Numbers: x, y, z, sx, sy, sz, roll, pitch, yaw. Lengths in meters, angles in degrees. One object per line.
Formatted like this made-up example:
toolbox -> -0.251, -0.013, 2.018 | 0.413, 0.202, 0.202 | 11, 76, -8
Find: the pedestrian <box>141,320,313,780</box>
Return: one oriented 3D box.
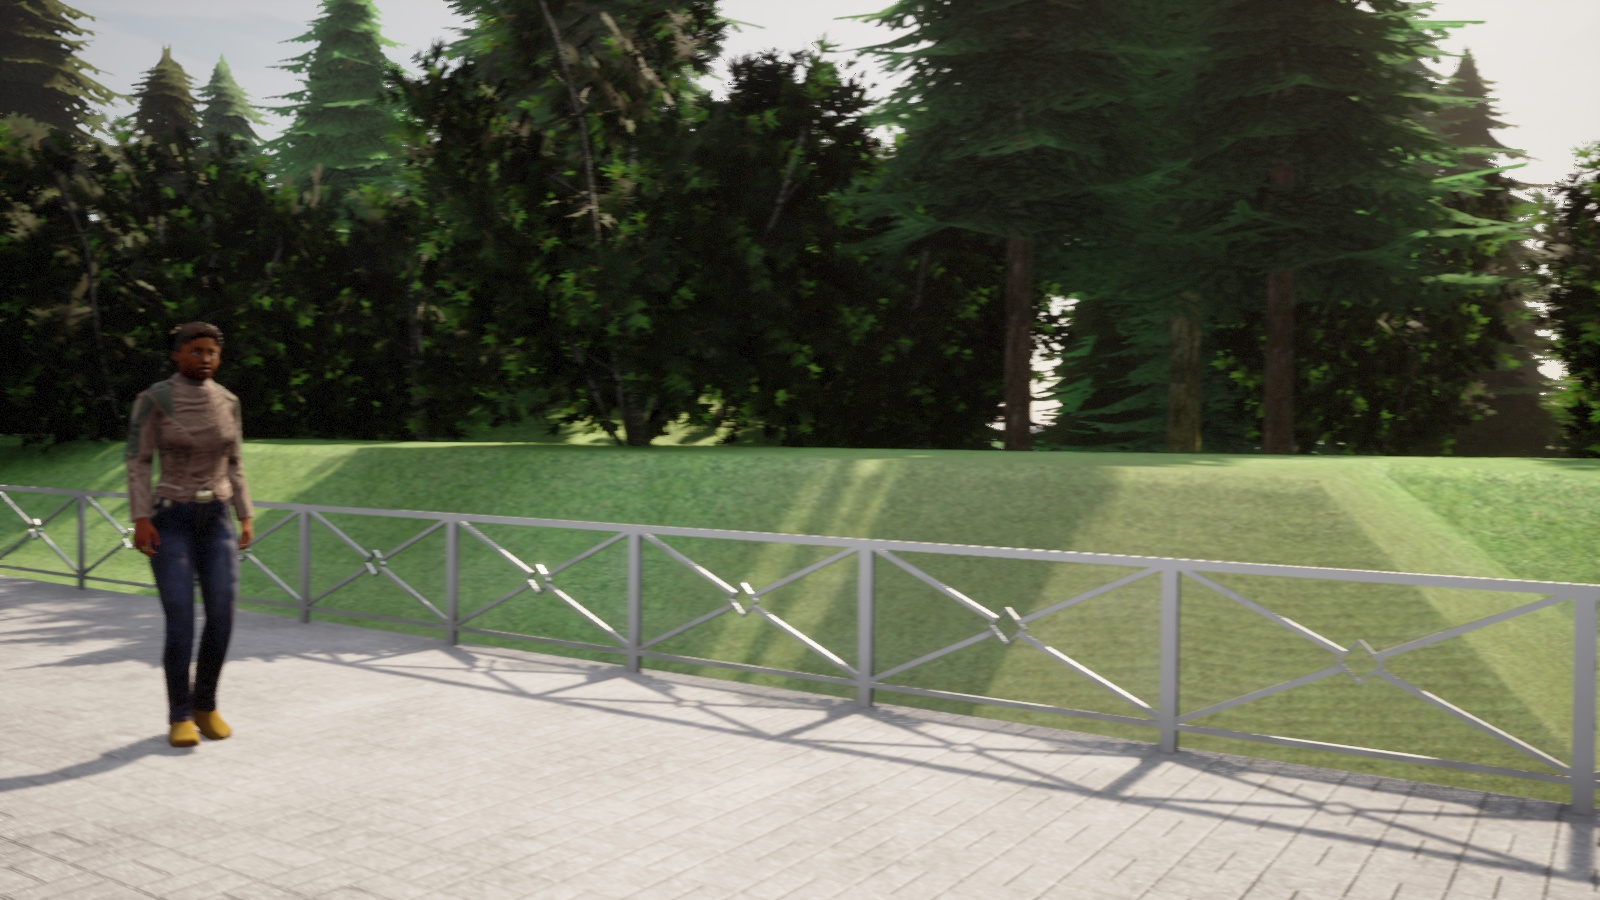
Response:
pedestrian -> -2.448, 0.391, 5.338 | 0.869, 1.805, 0.328 | 0, 1, 43
